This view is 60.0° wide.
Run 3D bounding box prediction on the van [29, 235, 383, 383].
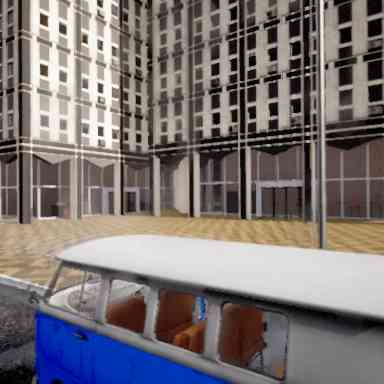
[{"bbox_3d":[0.267,1.355,2.840,3.998,1.788,1.690,-1,0,35],"label":"van"}]
